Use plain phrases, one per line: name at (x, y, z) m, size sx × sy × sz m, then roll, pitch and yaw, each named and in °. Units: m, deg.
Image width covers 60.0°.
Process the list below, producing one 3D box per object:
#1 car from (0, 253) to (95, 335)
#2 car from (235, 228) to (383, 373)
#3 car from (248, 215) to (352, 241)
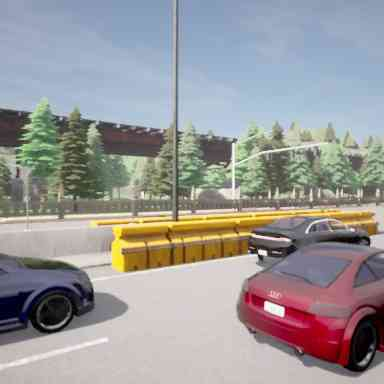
car at (-3.766, 1.564, 5.356) m, size 4.181 × 1.385 × 1.994 m, roll 0°, pitch 0°, yaw -36°
car at (2.761, 1.580, 5.729) m, size 4.181 × 1.385 × 1.994 m, roll 0°, pitch 0°, yaw -35°
car at (3.989, 1.521, 10.907) m, size 4.902 × 1.511 × 2.128 m, roll 0°, pitch 0°, yaw -36°
